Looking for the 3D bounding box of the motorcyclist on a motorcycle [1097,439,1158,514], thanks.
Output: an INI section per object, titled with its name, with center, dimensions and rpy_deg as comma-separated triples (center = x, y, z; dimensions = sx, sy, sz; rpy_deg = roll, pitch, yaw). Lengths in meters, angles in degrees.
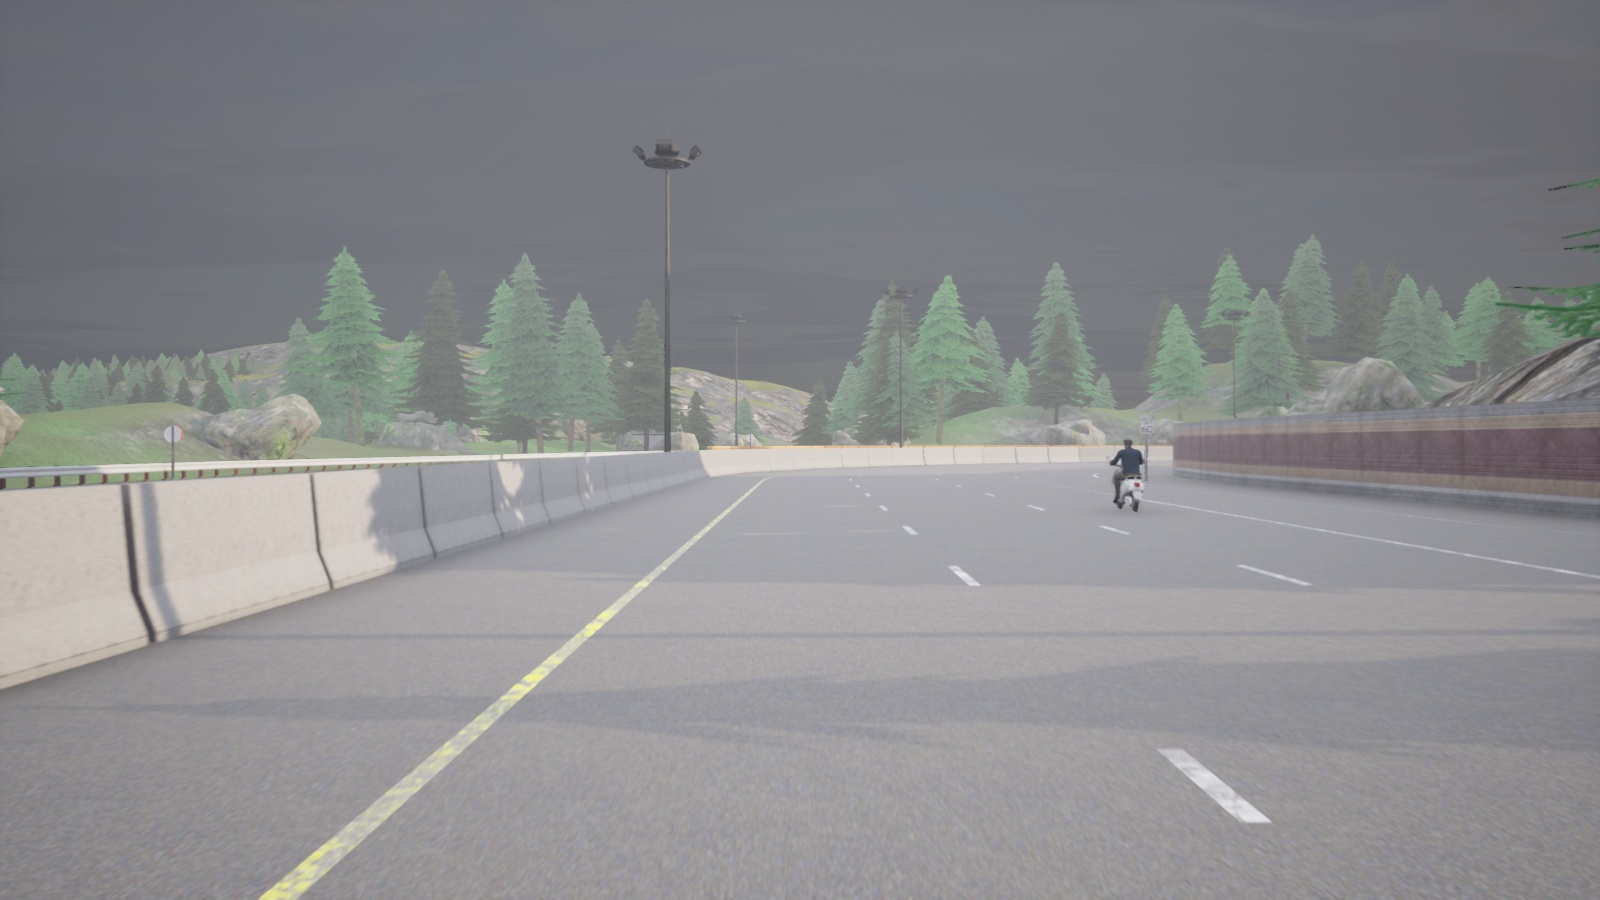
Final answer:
[motorcyclist on a motorcycle]
center = 7.158, 0.557, 27.535
dimensions = 0.866, 1.590, 1.817
rpy_deg = 0, 0, 0
